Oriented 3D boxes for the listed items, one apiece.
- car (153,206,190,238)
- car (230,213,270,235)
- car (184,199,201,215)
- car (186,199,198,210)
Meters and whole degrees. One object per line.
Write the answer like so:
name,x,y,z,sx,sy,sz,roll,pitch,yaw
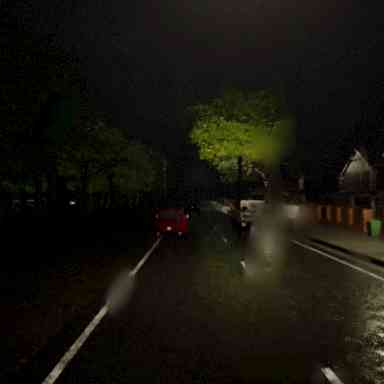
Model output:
car,-1.221,1.820,20.171,1.882,1.535,5.008,0,-1,0
car,3.603,1.966,21.470,1.895,1.301,4.718,0,-1,0
car,0.064,2.031,45.078,2.150,2.045,5.566,0,-1,0
car,0.012,2.311,62.172,2.150,2.045,5.566,0,-1,0
